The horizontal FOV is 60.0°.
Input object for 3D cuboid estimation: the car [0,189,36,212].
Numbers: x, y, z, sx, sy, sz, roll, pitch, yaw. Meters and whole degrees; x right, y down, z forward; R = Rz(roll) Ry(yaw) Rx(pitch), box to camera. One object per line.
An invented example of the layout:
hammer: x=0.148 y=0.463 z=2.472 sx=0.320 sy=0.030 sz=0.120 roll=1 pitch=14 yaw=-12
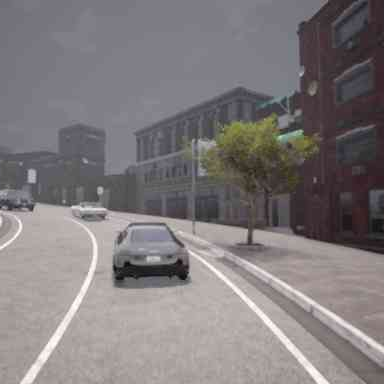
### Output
car: x=-17.297 y=0.782 z=32.627 sx=2.150 sy=2.045 sz=5.566 roll=4 pitch=-1 yaw=-44

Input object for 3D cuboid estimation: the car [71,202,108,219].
car: x=-8.569 y=1.493 z=27.403 sx=1.895 sy=1.301 sz=4.718 roll=2 pitch=-1 yaw=-32

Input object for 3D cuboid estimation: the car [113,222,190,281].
car: x=-1.340 y=1.592 z=10.049 sx=1.994 sy=1.385 sz=4.181 roll=1 pitch=0 yaw=-12
